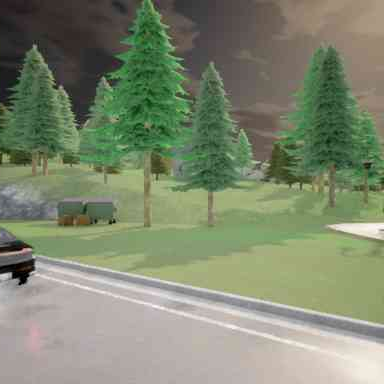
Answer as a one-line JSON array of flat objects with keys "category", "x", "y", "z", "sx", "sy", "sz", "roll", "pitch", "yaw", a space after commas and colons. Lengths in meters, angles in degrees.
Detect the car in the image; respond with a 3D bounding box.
[{"category": "car", "x": -5.748, "y": 1.491, "z": 8.097, "sx": 4.902, "sy": 1.511, "sz": 2.128, "roll": 0, "pitch": 0, "yaw": 36}]
